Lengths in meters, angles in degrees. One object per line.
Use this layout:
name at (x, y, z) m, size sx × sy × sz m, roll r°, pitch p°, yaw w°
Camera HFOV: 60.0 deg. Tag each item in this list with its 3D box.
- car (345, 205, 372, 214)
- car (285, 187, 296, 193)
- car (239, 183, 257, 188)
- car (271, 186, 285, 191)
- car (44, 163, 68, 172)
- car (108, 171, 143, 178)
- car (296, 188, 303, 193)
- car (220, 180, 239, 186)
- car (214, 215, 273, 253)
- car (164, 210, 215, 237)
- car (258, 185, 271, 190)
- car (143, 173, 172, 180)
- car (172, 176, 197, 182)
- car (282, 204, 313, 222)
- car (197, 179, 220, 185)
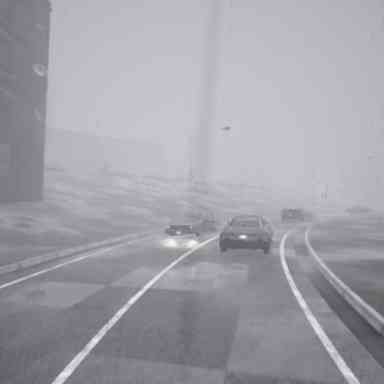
car at (25.826, 2.742, 51.616) m, size 4.718 × 1.301 × 1.895 m, roll 2°, pitch -4°, yaw -35°
car at (22.710, -0.299, 81.557) m, size 2.185 × 1.767 × 4.553 m, roll -4°, pitch -6°, yaw 45°
car at (10.788, -1.110, 70.069) m, size 4.792 × 1.488 × 2.163 m, roll 4°, pitch -6°, yaw -42°
car at (18.743, -0.520, 77.558) m, size 4.892 × 1.521 × 2.231 m, roll 5°, pitch -6°, yaw -44°
car at (-19.588, -3.177, 46.033) m, size 4.553 × 1.767 × 2.185 m, roll 3°, pitch -5°, yaw -37°
car at (-10.814, -2.573, 52.543) m, size 4.892 × 1.521 × 2.231 m, roll 3°, pitch -5°, yaw -37°
car at (26.586, -0.051, 85.607) m, size 2.435 × 2.045 × 5.566 m, roll -4°, pitch -6°, yaw 44°
car at (6.509, -1.579, 66.287) m, size 4.553 × 1.767 × 2.185 m, roll 4°, pitch -6°, yaw -40°
car at (2.443, 1.680, 14.426) m, size 1.994 × 1.385 × 4.181 m, roll -1°, pitch -1°, yaw 15°
car at (0.196, 1.795, 19.905) m, size 2.033 × 1.411 × 5.357 m, roll -1°, pitch -1°, yaw 20°
car at (14.841, -0.792, 73.803) m, size 4.674 × 1.452 × 2.002 m, roll 4°, pitch -6°, yaw -43°
car at (-6.392, -2.319, 55.838) m, size 4.892 × 1.521 × 2.231 m, roll 3°, pitch -5°, yaw -37°
car at (-2.012, -2.000, 59.228) m, size 4.674 × 1.452 × 2.002 m, roll 4°, pitch -5°, yaw -38°
car at (9.791, 1.890, 30.693) m, size 1.882 × 1.535 × 5.008 m, roll -3°, pitch -2°, yaw 32°
car at (2.296, -1.750, 62.716) m, size 5.008 × 1.535 × 2.097 m, roll 4°, pitch -6°, yaw -39°
